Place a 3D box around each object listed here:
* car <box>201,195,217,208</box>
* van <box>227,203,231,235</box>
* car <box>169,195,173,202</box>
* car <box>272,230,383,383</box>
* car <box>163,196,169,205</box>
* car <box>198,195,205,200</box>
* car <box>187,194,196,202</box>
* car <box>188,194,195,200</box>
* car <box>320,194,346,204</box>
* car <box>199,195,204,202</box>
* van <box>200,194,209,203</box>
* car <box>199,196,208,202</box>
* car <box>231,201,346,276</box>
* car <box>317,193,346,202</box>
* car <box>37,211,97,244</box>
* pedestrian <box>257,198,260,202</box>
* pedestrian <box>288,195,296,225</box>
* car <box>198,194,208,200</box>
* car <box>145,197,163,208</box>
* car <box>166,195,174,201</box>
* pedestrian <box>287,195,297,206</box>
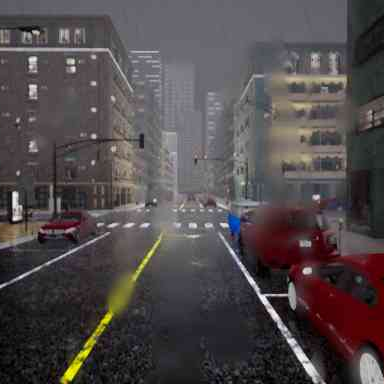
[{"bbox_3d":[2.649,1.556,48.150,1.802,1.307,4.206,0,0,0],"label":"car"},{"bbox_3d":[2.671,1.330,15.755,1.690,1.788,3.998,0,0,0],"label":"van"},{"bbox_3d":[-5.753,1.518,75.773,1.887,1.381,4.507,0,0,0],"label":"car"},{"bbox_3d":[2.681,1.541,4.699,1.887,1.381,4.507,0,0,0],"label":"car"},{"bbox_3d":[-5.741,1.539,59.203,1.947,1.339,4.313,0,0,0],"label":"car"},{"bbox_3d":[2.615,1.502,92.507,1.752,1.417,4.829,0,0,0],"label":"car"},{"bbox_3d":[-0.058,1.321,77.574,2.097,1.767,4.553,0,0,0],"label":"car"},{"bbox_3d":[-0.064,1.286,87.609,1.882,1.535,5.008,0,0,0],"label":"car"},{"bbox_3d":[15.765,1.193,32.725,5.008,1.535,1.882,-1,0,0],"label":"car"},{"bbox_3d":[2.645,1.539,53.673,1.947,1.339,4.313,0,0,0],"label":"car"},{"bbox_3d":[2.630,1.314,70.243,1.690,1.788,3.998,0,0,0],"label":"van"},{"bbox_3d":[2.628,1.539,75.767,1.947,1.339,4.313,0,0,0],"label":"car"},{"bbox_3d":[2.675,1.308,10.227,2.192,1.841,5.009,0,0,0],"label":"car"},{"bbox_3d":[15.733,1.010,35.298,5.009,1.841,2.192,-1,1,0],"label":"car"},{"bbox_3d":[-5.708,1.571,15.750,1.802,1.307,4.206,0,0,0],"label":"car"},{"bbox_3d":[4.368,1.279,21.515,0.375,1.860,0.375,0,0,0],"label":"pedestrian"},{"bbox_3d":[6.284,1.128,20.915,0.375,1.860,0.375,0,0,0],"label":"pedestrian"},{"bbox_3d":[2.636,1.517,64.720,1.887,1.381,4.507,0,0,0],"label":"car"},{"bbox_3d":[-5.732,1.540,48.156,1.947,1.339,4.313,0,0,0],"label":"car"},{"bbox_3d":[-5.761,1.557,86.820,1.802,1.307,4.206,0,0,0],"label":"car"},{"bbox_3d":[6.028,1.127,20.307,0.375,1.860,0.375,0,0,0],"label":"pedestrian"}]
